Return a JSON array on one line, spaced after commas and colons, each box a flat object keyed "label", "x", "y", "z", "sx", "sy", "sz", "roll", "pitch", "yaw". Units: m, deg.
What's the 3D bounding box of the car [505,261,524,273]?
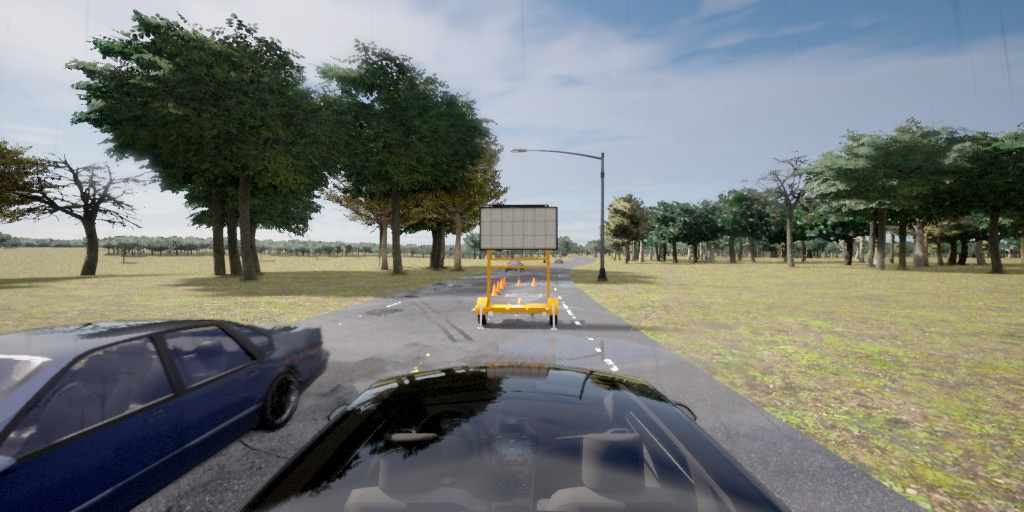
[{"label": "car", "x": 0.356, "y": 1.314, "z": 45.749, "sx": 1.812, "sy": 1.442, "sz": 4.674, "roll": 0, "pitch": 0, "yaw": 10}]

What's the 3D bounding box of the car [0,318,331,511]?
[{"label": "car", "x": -3.559, "y": 1.297, "z": 2.850, "sx": 2.033, "sy": 1.411, "sz": 5.357, "roll": 0, "pitch": 0, "yaw": 1}]

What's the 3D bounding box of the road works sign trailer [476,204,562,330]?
[{"label": "road works sign trailer", "x": 0.205, "y": 0.215, "z": 11.159, "sx": 2.380, "sy": 3.560, "sz": 2.880, "roll": 0, "pitch": 0, "yaw": 3}]
